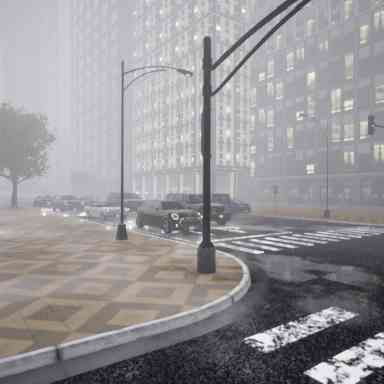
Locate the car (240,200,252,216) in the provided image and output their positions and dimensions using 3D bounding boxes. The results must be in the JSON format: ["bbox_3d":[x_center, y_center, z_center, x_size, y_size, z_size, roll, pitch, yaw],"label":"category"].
[{"bbox_3d":[3.060,1.353,29.379,2.128,1.511,4.902,0,0,-37],"label":"car"}]

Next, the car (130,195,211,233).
[{"bbox_3d":[-1.327,1.216,18.606,2.097,1.767,4.553,0,0,-37],"label":"car"}]

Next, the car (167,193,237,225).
[{"bbox_3d":[0.112,1.085,22.117,2.150,2.045,5.566,0,0,-37],"label":"car"}]

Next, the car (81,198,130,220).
[{"bbox_3d":[-6.697,1.393,25.817,1.895,1.301,4.718,0,0,-37],"label":"car"}]

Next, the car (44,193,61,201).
[{"bbox_3d":[-26.952,0.999,64.275,1.994,1.385,4.181,0,0,-37],"label":"car"}]

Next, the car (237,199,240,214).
[{"bbox_3d":[0.930,1.075,26.801,2.150,2.045,5.566,0,0,-37],"label":"car"}]

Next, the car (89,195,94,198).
[{"bbox_3d":[-12.176,1.184,38.649,2.128,1.511,4.902,0,0,-37],"label":"car"}]

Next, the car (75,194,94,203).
[{"bbox_3d":[-19.213,1.059,59.318,1.812,1.442,4.674,0,0,-37],"label":"car"}]

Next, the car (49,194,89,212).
[{"bbox_3d":[-12.569,1.062,33.725,2.097,1.767,4.553,0,0,-37],"label":"car"}]

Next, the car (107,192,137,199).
[{"bbox_3d":[-6.067,1.000,30.431,2.150,2.045,5.566,0,0,-37],"label":"car"}]

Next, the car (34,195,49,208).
[{"bbox_3d":[-18.575,1.113,41.853,2.128,1.511,4.902,0,0,-36],"label":"car"}]
